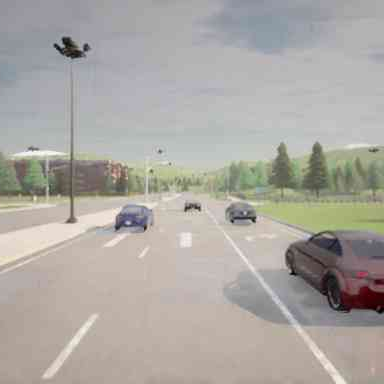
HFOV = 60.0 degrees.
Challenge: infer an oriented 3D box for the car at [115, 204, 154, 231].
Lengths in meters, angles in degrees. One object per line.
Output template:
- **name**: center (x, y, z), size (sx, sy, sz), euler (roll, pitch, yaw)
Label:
- **car**: center (-3.406, 1.476, 20.110), size (1.812, 1.442, 4.674), euler (0, 0, 0)

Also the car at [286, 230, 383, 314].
- **car**: center (3.597, 1.545, 7.658), size (1.994, 1.385, 4.181), euler (0, 0, 0)

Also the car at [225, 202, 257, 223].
- **car**: center (3.592, 1.485, 25.019), size (2.033, 1.411, 5.357), euler (0, 0, 0)

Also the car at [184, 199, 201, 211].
- **car**: center (0.088, 1.505, 38.749), size (1.895, 1.301, 4.718), euler (0, 0, 0)
